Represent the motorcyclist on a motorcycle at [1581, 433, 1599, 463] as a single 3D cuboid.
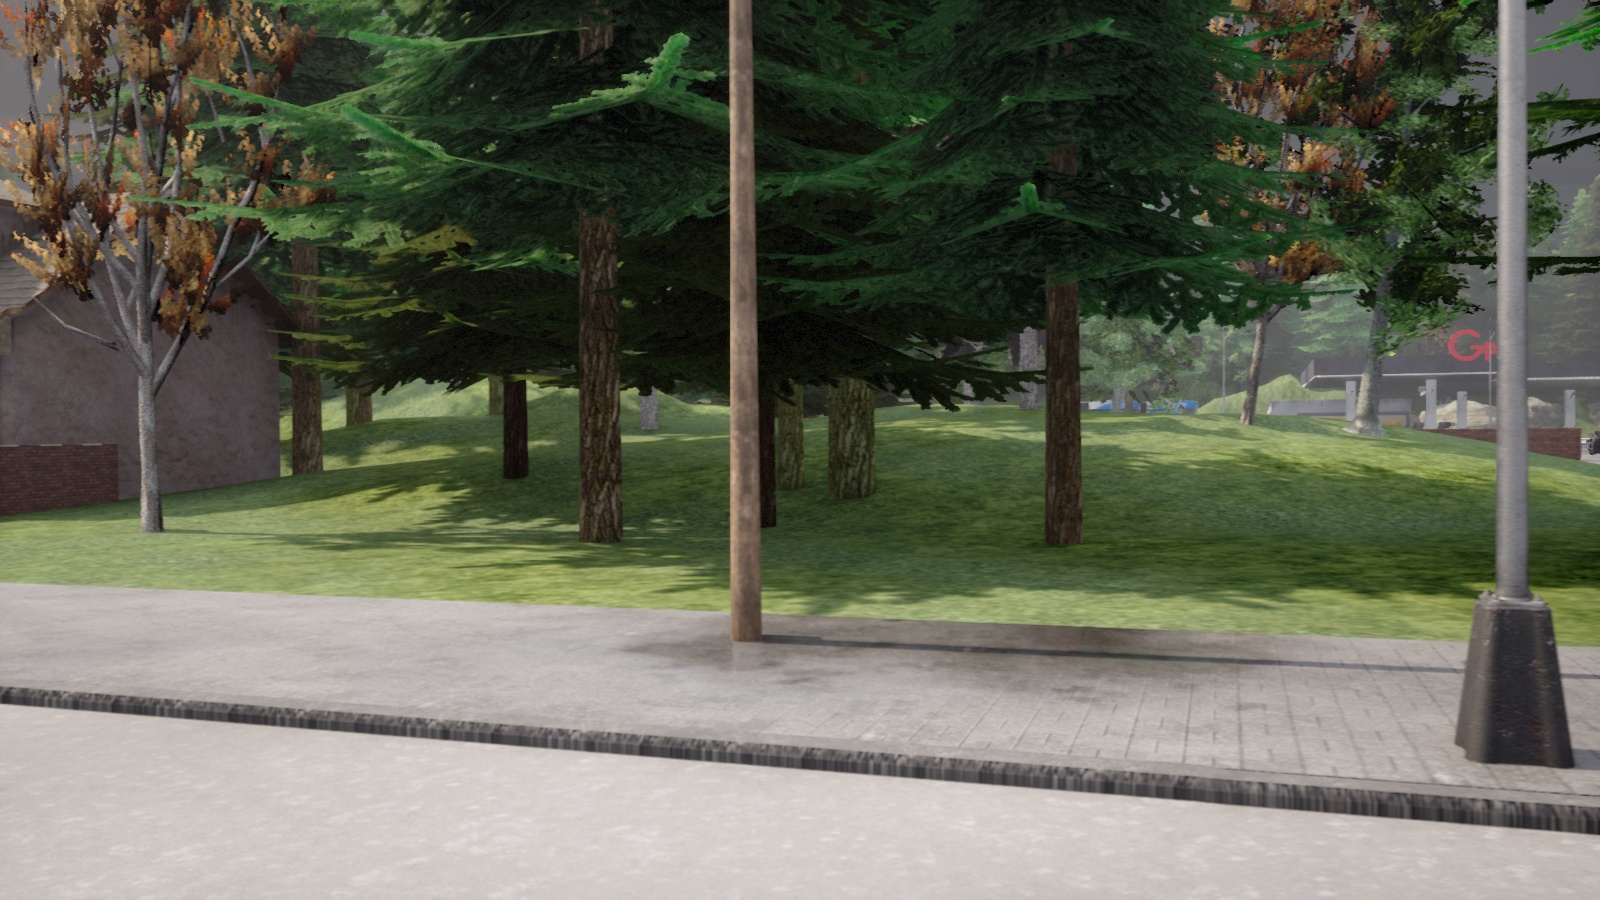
[{"bbox_3d":[41.098,-0.103,64.433,0.866,1.530,2.191,-1,1,8],"label":"motorcyclist on a motorcycle"}]
